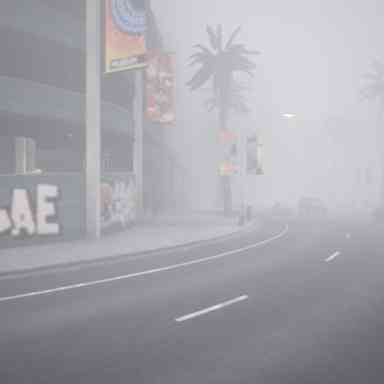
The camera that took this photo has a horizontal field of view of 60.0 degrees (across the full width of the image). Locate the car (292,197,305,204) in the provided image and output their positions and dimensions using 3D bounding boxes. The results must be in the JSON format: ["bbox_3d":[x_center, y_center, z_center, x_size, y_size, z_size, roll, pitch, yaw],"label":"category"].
[{"bbox_3d":[26.869,2.191,83.862,2.185,1.767,4.553,0,-1,4],"label":"car"}]

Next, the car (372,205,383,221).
[{"bbox_3d":[16.203,1.730,26.818,2.128,1.511,4.902,0,-1,9],"label":"car"}]

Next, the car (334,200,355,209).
[{"bbox_3d":[24.959,1.996,54.549,2.231,1.521,4.892,0,-1,4],"label":"car"}]

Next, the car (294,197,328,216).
[{"bbox_3d":[13.691,1.596,38.020,2.150,2.045,5.566,0,-1,4],"label":"car"}]

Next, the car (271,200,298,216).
[{"bbox_3d":[10.162,1.910,37.573,1.812,1.442,4.674,0,-1,4],"label":"car"}]
